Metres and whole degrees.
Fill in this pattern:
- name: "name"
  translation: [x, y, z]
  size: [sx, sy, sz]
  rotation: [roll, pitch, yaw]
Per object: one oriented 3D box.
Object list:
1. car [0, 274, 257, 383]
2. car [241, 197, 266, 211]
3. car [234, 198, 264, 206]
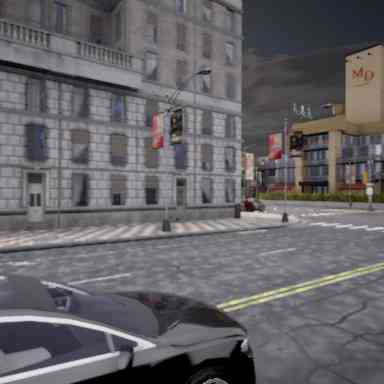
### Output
- name: "car"
  translation: [-1.592, 1.493, 2.723]
  size: [4.902, 1.511, 2.128]
  rotation: [0, 0, -34]
- name: "car"
  translation: [7.230, 1.485, 42.615]
  size: [2.097, 1.767, 4.553]
  rotation: [0, 0, -36]
- name: "car"
  translation: [9.927, 1.730, 58.640]
  size: [2.033, 1.411, 5.357]
  rotation: [0, 0, -37]
